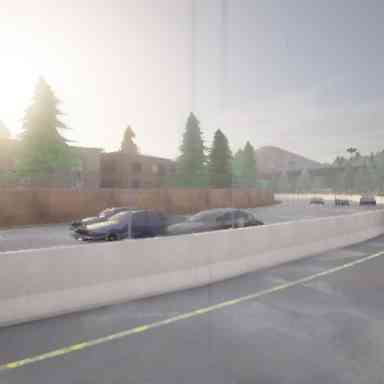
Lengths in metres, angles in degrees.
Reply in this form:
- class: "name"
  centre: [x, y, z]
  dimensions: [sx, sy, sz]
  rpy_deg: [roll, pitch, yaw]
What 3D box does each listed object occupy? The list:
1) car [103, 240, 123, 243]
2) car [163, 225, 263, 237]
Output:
- class: "car"
  centre: [-2.619, 1.550, 15.503]
  dimensions: [5.357, 1.411, 2.033]
  rpy_deg: [0, 0, -40]
- class: "car"
  centre: [1.043, 1.488, 14.148]
  dimensions: [4.892, 1.490, 1.837]
  rpy_deg: [0, 0, -42]
